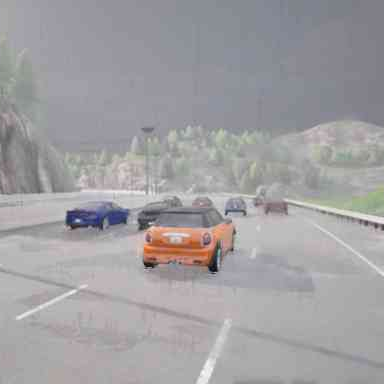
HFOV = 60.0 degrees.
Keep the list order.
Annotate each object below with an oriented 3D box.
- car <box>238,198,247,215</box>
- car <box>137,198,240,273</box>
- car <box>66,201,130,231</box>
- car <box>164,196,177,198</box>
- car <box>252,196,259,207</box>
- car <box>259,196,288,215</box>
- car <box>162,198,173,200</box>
[{"bbox_3d":[3.908,1.253,29.831,2.033,1.411,5.357,0,1,8],"label":"car"},{"bbox_3d":[0.127,1.240,10.665,2.097,1.767,4.553,0,1,14],"label":"car"},{"bbox_3d":[-5.141,1.257,18.941,1.882,1.535,5.008,0,1,12],"label":"car"},{"bbox_3d":[-2.332,1.136,36.466,1.812,1.442,4.674,0,1,7],"label":"car"},{"bbox_3d":[8.741,1.148,41.978,2.033,1.411,5.357,0,1,5],"label":"car"},{"bbox_3d":[7.420,1.197,29.951,1.882,1.535,5.008,0,1,8],"label":"car"},{"bbox_3d":[-1.581,1.300,18.928,1.837,1.490,4.892,1,1,12],"label":"car"}]
